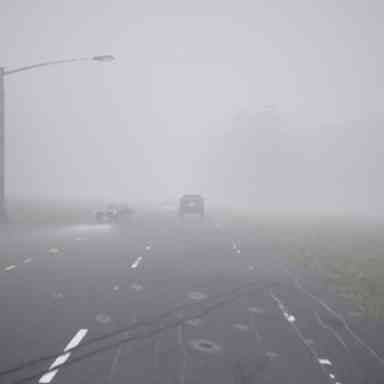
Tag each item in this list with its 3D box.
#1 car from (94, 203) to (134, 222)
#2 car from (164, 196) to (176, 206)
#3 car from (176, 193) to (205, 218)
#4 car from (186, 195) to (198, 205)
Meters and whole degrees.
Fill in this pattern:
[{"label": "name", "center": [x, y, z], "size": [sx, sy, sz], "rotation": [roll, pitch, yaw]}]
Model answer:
[{"label": "car", "center": [-6.151, 1.596, 26.644], "size": [1.895, 1.301, 4.718], "rotation": [0, 0, 6]}, {"label": "car", "center": [-3.565, 1.512, 56.209], "size": [2.128, 1.511, 4.902], "rotation": [0, 0, 1]}, {"label": "car", "center": [-0.013, 1.215, 30.528], "size": [2.150, 2.045, 5.566], "rotation": [0, 0, 0]}, {"label": "car", "center": [-0.027, 1.379, 60.894], "size": [2.097, 1.767, 4.553], "rotation": [0, 0, 0]}]
